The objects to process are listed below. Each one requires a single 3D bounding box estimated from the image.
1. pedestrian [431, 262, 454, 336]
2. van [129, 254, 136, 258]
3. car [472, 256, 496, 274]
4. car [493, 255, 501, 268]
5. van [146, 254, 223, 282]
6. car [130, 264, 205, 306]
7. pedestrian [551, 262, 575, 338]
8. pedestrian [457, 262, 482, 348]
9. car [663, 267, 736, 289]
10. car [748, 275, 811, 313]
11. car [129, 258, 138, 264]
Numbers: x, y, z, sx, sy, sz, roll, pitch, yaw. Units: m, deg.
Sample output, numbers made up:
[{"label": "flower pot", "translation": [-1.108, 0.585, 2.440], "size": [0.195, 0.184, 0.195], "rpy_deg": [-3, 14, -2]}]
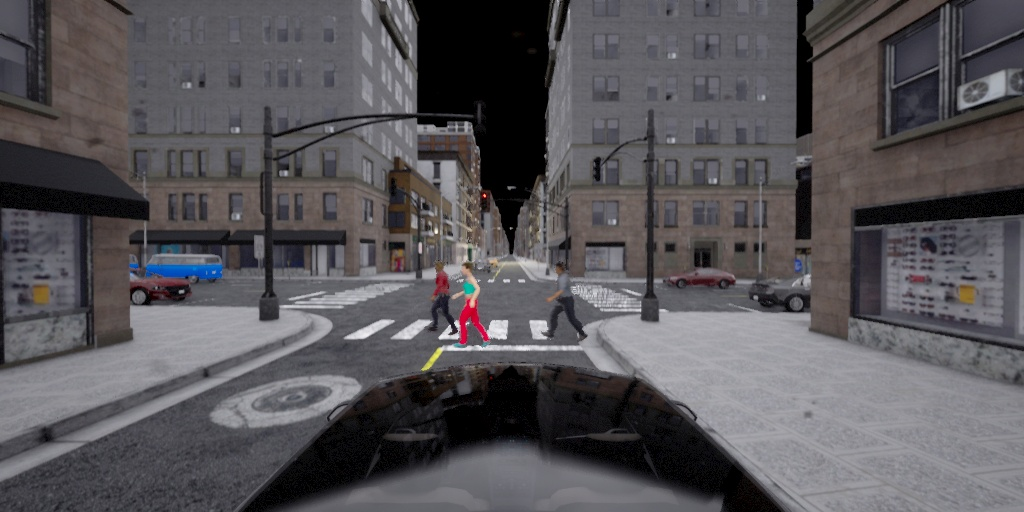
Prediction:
[{"label": "pedestrian", "translation": [-1.694, 1.009, 8.770], "size": [0.375, 1.860, 0.375], "rpy_deg": [0, 1, 0]}, {"label": "van", "translation": [-26.113, 0.729, 22.617], "size": [3.998, 1.789, 1.690], "rpy_deg": [0, 0, 0]}, {"label": "car", "translation": [-3.129, 1.041, 37.291], "size": [2.128, 1.511, 4.902], "rpy_deg": [0, 0, 0]}, {"label": "car", "translation": [-3.131, 0.926, 53.479], "size": [1.882, 1.535, 5.008], "rpy_deg": [0, 0, 0]}, {"label": "van", "translation": [-20.622, 0.781, 22.583], "size": [3.998, 1.789, 1.690], "rpy_deg": [0, 0, 0]}, {"label": "car", "translation": [-15.157, 1.128, 14.017], "size": [4.507, 1.381, 1.888], "rpy_deg": [0, 0, 0]}, {"label": "pedestrian", "translation": [1.158, 1.012, 8.172], "size": [0.375, 1.860, 0.375], "rpy_deg": [0, 1, 0]}, {"label": "pedestrian", "translation": [-0.891, 1.014, 7.570], "size": [0.375, 1.860, 0.375], "rpy_deg": [0, 1, 0]}, {"label": "car", "translation": [11.633, 1.339, 22.380], "size": [4.207, 1.307, 1.802], "rpy_deg": [0, 0, 0]}, {"label": "car", "translation": [11.606, 1.397, 13.855], "size": [4.403, 1.370, 2.007], "rpy_deg": [0, 0, 0]}, {"label": "car", "translation": [-20.874, 0.990, 16.801], "size": [4.902, 1.511, 2.128], "rpy_deg": [1, 1, 0]}]
